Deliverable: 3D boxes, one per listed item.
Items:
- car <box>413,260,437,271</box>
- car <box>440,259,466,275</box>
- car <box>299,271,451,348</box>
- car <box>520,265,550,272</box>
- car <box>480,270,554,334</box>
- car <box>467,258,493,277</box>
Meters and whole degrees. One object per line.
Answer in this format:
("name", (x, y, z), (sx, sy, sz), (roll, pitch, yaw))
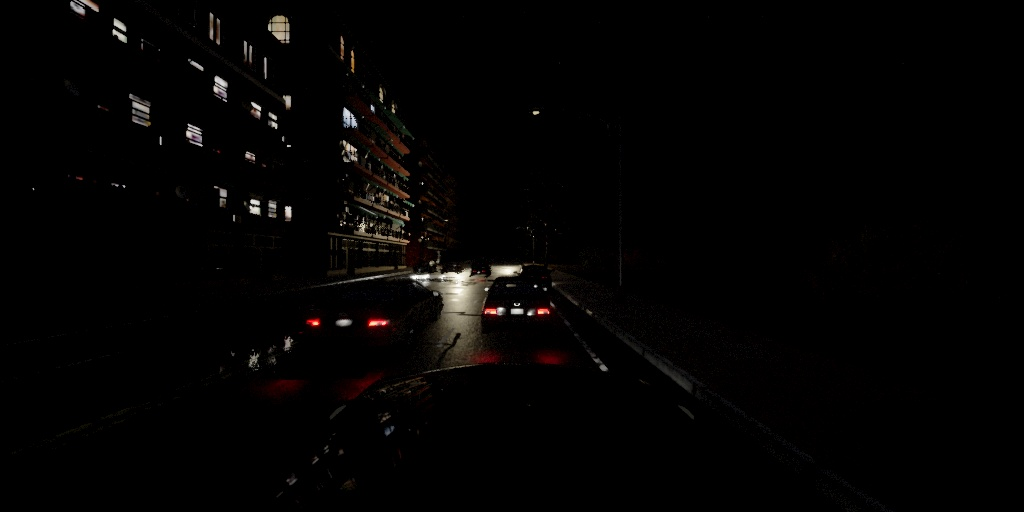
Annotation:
("car", (-9.782, 1.243, 40.508), (2.128, 1.511, 4.902), (0, 0, 0))
("car", (-6.535, 1.277, 39.114), (1.812, 1.442, 4.674), (0, 0, 0))
("car", (-3.139, 1.298, 9.219), (2.033, 1.411, 5.357), (0, 0, 0))
("car", (1.169, 1.257, 20.296), (1.837, 1.490, 4.892), (0, 0, 0))
("car", (0.116, 1.299, 10.608), (2.033, 1.411, 5.357), (0, 0, 0))
("car", (-3.090, 1.258, 35.887), (1.837, 1.490, 4.892), (0, 0, 0))
